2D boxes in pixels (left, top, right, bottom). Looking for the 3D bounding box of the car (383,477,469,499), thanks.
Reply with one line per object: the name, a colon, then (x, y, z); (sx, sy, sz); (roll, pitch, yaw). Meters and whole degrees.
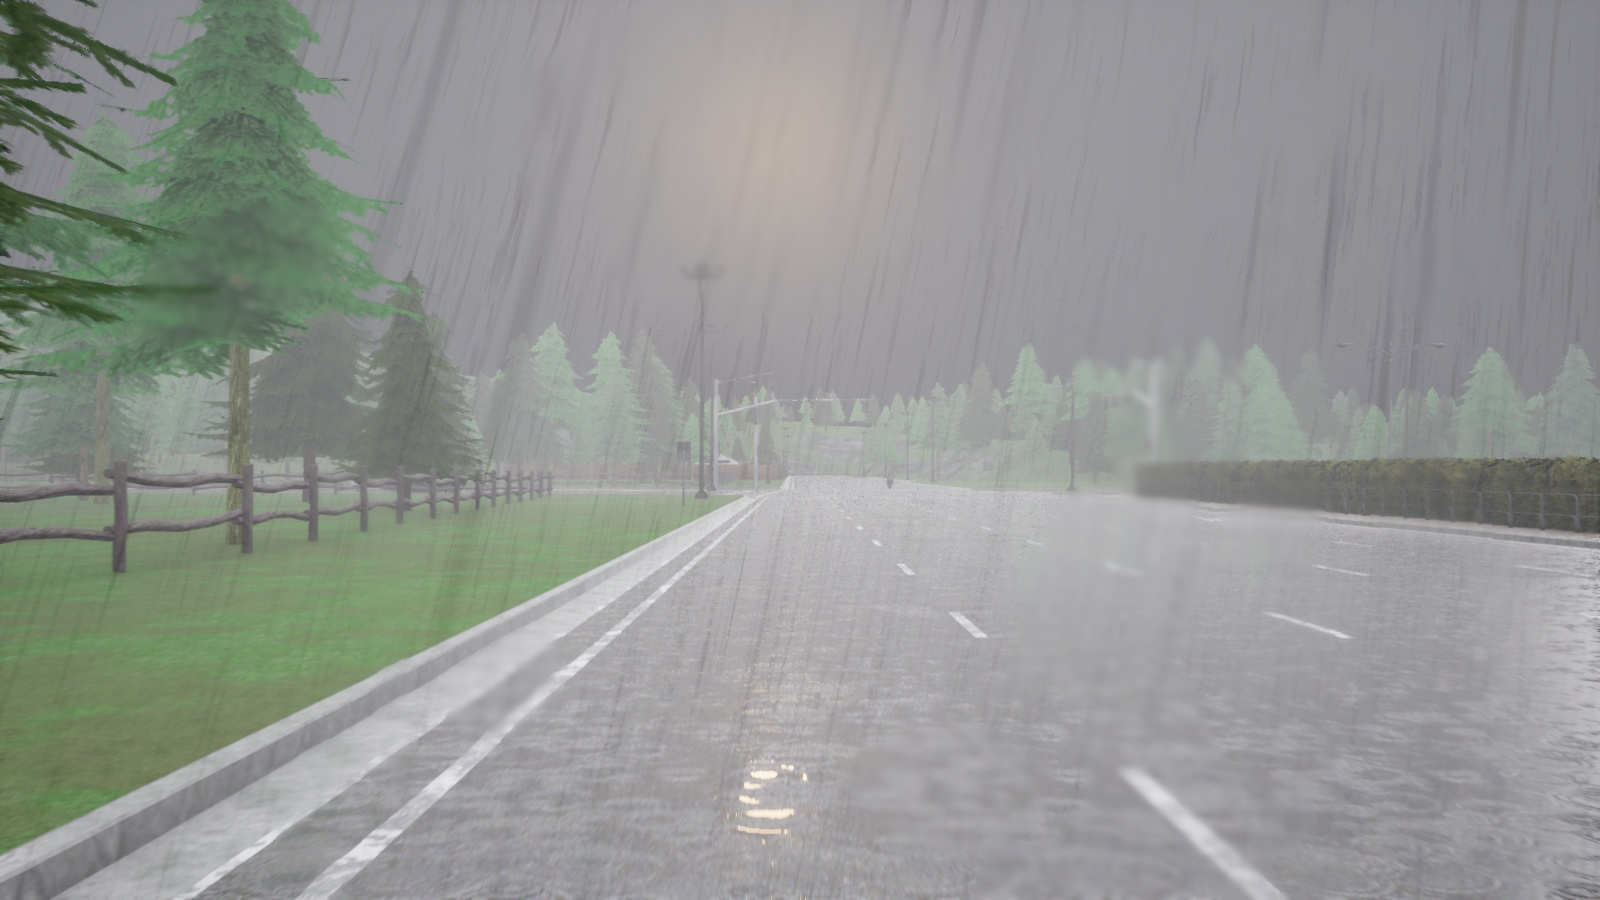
car: (-22.880, 2.295, 76.956); (4.718, 1.301, 1.895); (0, -1, -1)
